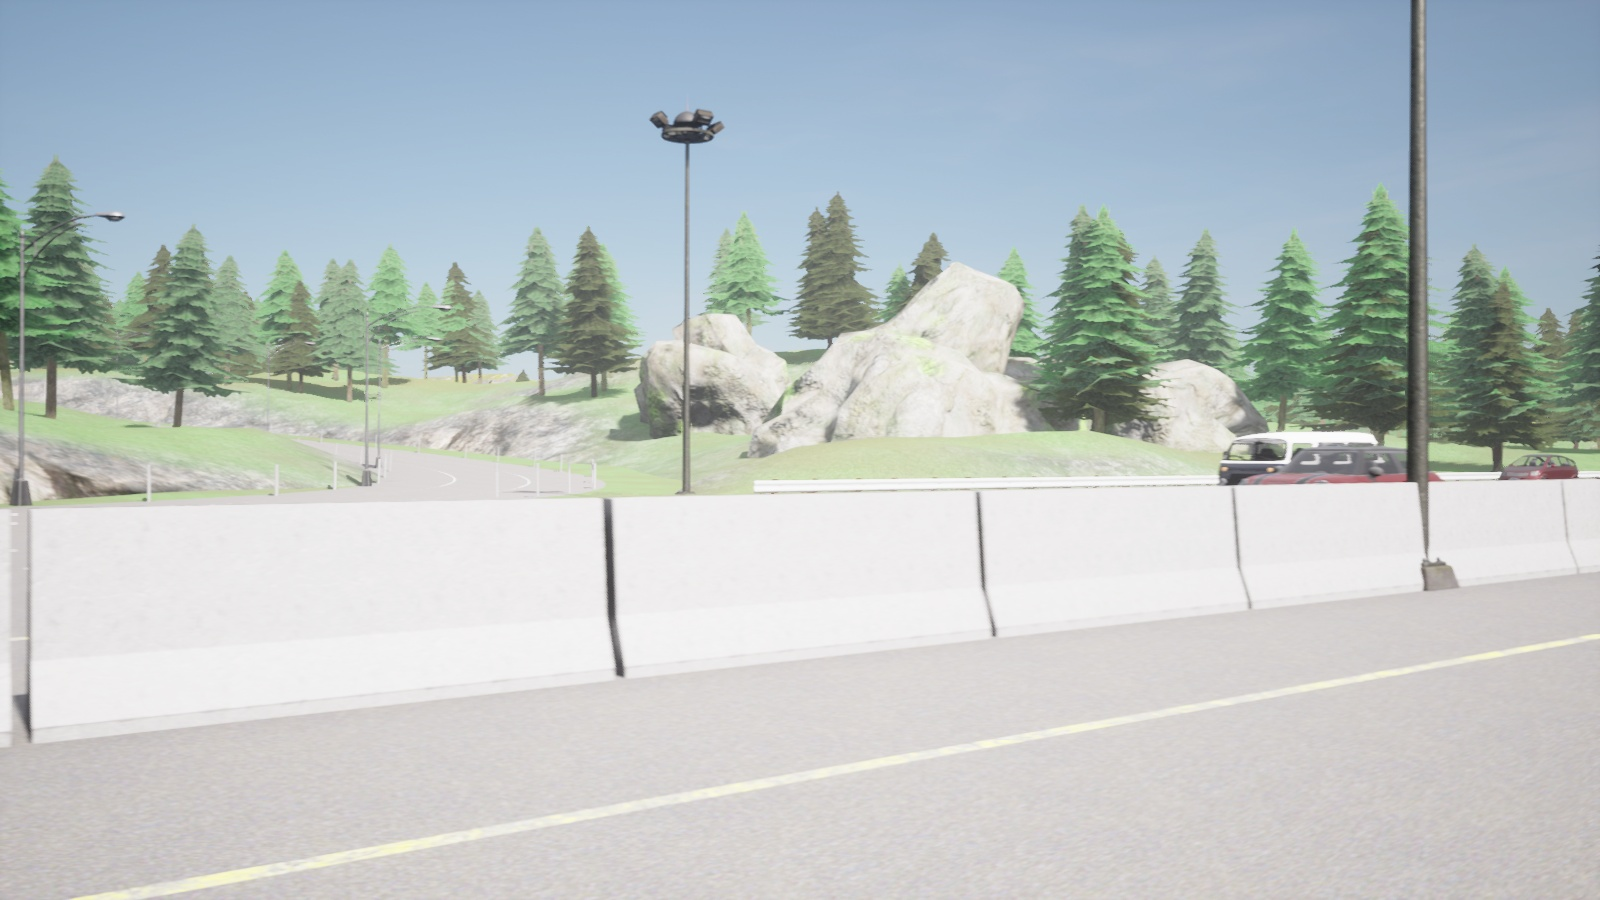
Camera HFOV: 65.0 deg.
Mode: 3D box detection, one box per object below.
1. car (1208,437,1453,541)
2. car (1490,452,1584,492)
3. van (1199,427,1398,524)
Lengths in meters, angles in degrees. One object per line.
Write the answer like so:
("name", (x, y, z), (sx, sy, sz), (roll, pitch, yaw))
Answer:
("car", (9.906, 0.664, 23.346), (4.553, 1.767, 2.097), (0, 0, -35))
("car", (29.038, 0.844, 49.455), (3.705, 1.549, 1.789), (0, 0, -35))
("van", (11.411, 0.544, 28.659), (4.480, 2.038, 2.069), (0, 0, -35))
